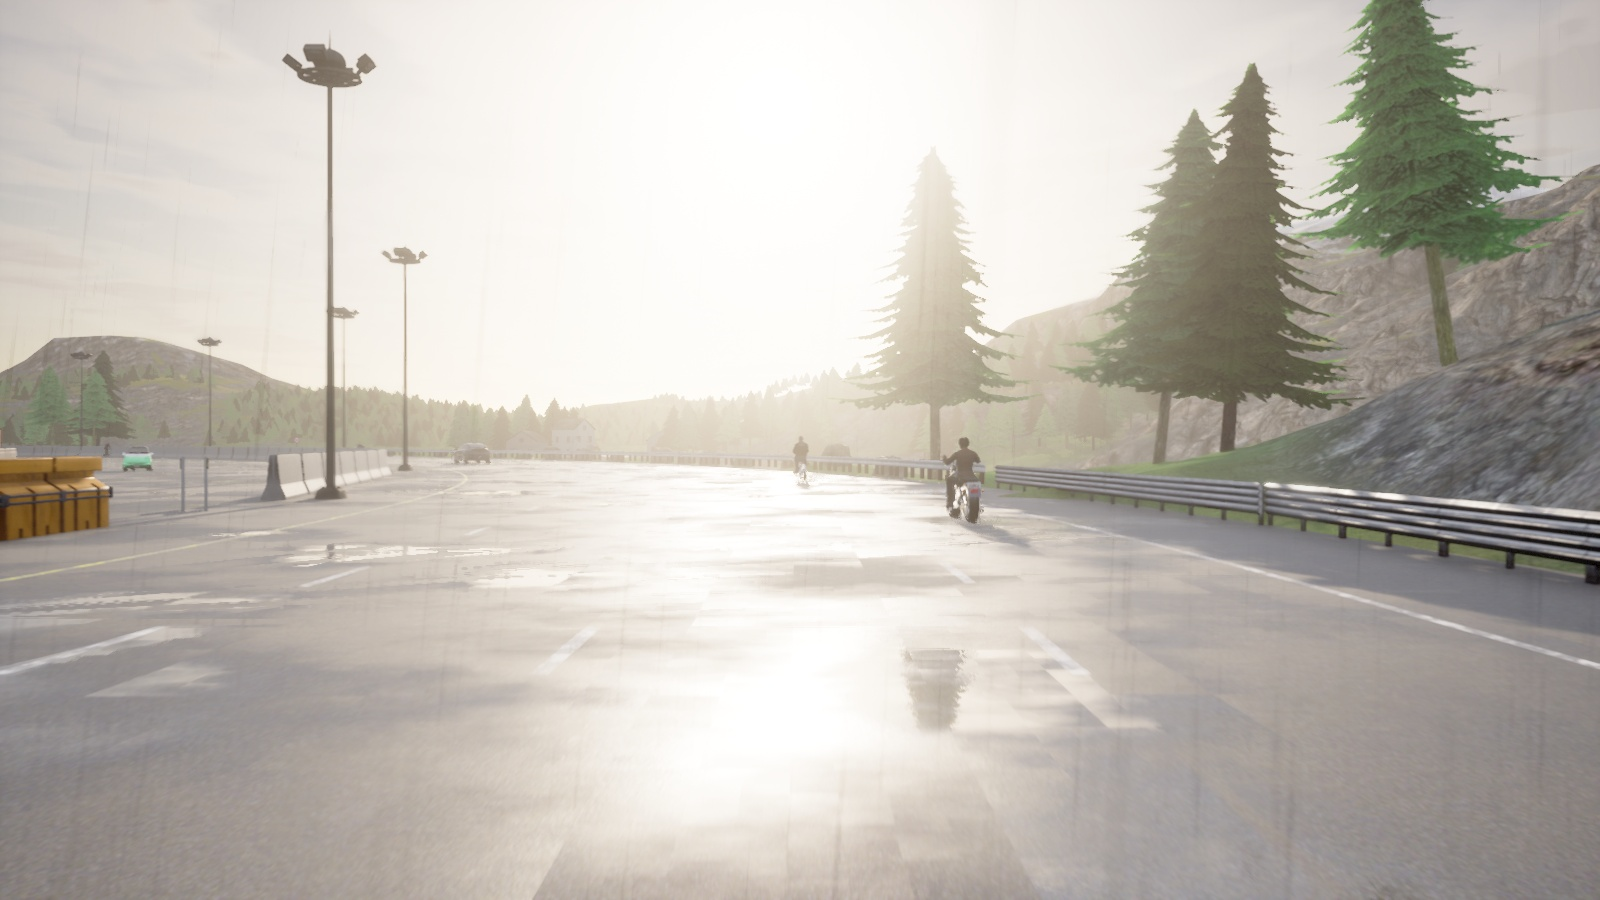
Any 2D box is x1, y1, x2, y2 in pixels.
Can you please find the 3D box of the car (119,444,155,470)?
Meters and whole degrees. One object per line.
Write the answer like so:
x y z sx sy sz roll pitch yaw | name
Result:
-35.564 0.392 67.424 1.481 1.376 2.207 0 0 -22 | car

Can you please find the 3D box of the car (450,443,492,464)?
-24.247 0.211 92.388 1.837 1.490 4.892 0 0 -29 | car

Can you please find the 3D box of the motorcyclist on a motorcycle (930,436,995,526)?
3.102 0.562 24.229 0.766 1.649 2.350 -1 0 -4 | motorcyclist on a motorcycle
